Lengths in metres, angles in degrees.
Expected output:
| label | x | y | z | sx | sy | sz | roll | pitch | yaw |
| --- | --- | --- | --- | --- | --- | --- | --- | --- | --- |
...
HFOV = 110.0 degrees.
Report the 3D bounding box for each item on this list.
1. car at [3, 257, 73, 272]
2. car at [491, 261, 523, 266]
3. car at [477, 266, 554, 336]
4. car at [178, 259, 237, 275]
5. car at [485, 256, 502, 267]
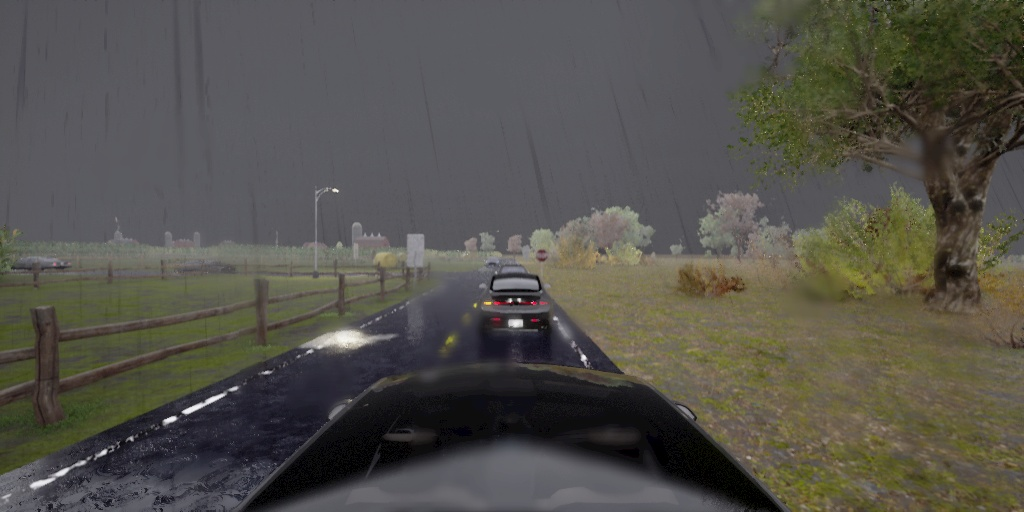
| label | x | y | z | sx | sy | sz | roll | pitch | yaw |
| --- | --- | --- | --- | --- | --- | --- | --- | --- | --- |
| car | -46.602 | 0.792 | 35.133 | 5.357 | 1.411 | 2.033 | 0 | 1 | 0 |
| car | 0.040 | 1.197 | 20.101 | 2.033 | 1.411 | 5.357 | 0 | 0 | -1 |
| car | 0.089 | 1.206 | 10.218 | 1.837 | 1.490 | 4.892 | 0 | 0 | 0 |
| car | -27.495 | 0.988 | 32.467 | 4.181 | 1.385 | 1.994 | 0 | 1 | -1 |
| car | -2.911 | 0.840 | 54.942 | 2.097 | 1.767 | 4.553 | 0 | 0 | 0 |
